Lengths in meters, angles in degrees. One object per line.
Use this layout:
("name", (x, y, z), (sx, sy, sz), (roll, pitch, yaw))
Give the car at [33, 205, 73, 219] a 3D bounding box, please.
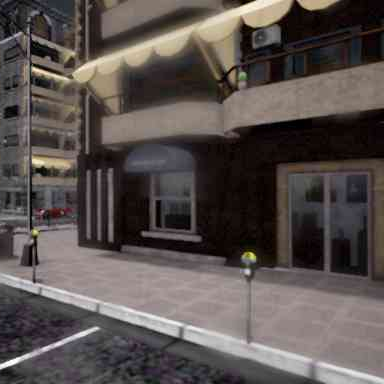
("car", (-15.430, 2.140, 36.851), (1.967, 1.590, 4.097), (-1, -2, 35))
